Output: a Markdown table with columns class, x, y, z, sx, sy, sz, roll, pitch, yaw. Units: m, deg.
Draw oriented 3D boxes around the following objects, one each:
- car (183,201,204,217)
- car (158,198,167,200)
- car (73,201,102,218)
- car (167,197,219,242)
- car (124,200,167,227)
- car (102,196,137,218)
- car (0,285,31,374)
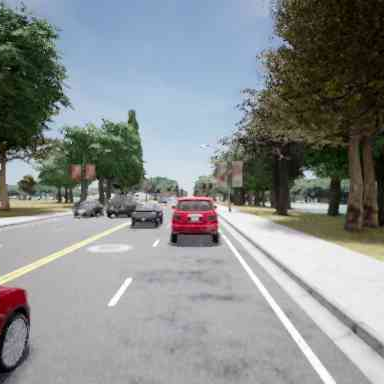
| class | x | y | z | sx | sy | sz | roll | pitch | yaw |
| --- | --- | --- | --- | --- | --- | --- | --- | --- | --- |
| car | 0.179 | 1.729 | 35.368 | 2.033 | 1.411 | 5.357 | 0 | -1 | 0 |
| car | -6.334 | 1.932 | 73.036 | 1.882 | 1.535 | 5.008 | 0 | -1 | 0 |
| car | -9.775 | 1.633 | 31.817 | 2.128 | 1.511 | 4.902 | 0 | 0 | 0 |
| car | 0.136 | 1.266 | 16.809 | 2.150 | 2.045 | 5.566 | 0 | 0 | 0 |
| car | -3.098 | 1.574 | 23.710 | 2.128 | 1.511 | 4.902 | 0 | 0 | 0 |
| car | -6.526 | 1.364 | 31.690 | 2.150 | 2.045 | 5.566 | 0 | 0 | 0 |
| car | -3.147 | 1.477 | 2.584 | 1.882 | 1.535 | 5.008 | 0 | 0 | 0 |
